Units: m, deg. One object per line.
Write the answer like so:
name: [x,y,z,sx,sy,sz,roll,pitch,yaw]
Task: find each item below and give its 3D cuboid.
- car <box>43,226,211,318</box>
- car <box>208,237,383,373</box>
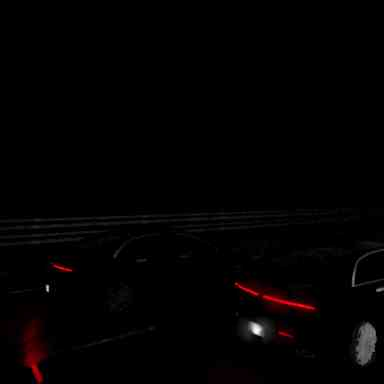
car: [-0.698,1.542,7.551,4.892,1.490,1.837,1,0,-36]
car: [2.807,1.560,5.753,4.892,1.490,1.837,1,0,-36]
